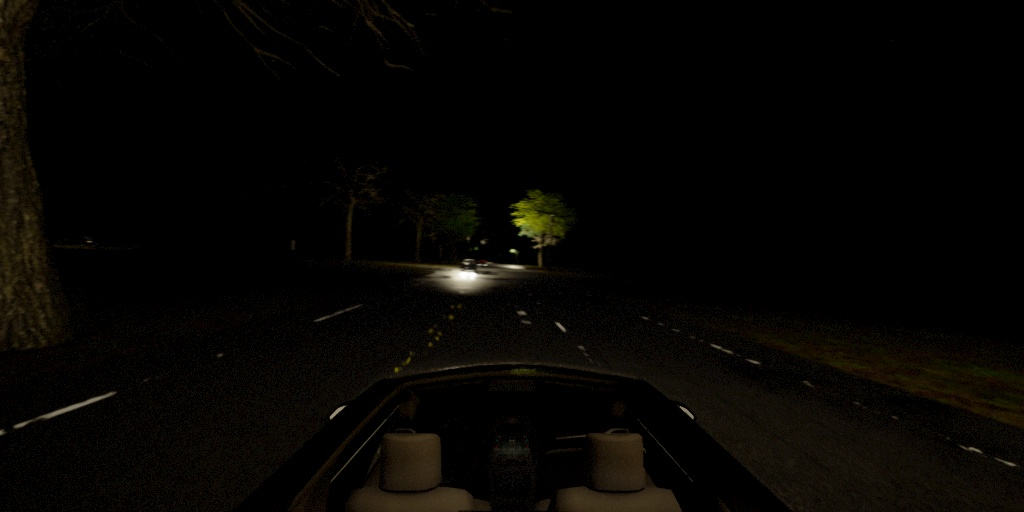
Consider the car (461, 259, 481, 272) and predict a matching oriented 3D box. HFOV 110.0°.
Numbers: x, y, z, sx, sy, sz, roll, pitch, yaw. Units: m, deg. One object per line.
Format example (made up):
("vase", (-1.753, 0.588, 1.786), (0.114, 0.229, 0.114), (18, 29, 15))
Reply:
("car", (-5.458, 1.183, 45.989), (2.128, 1.511, 4.902), (3, 1, -3))
